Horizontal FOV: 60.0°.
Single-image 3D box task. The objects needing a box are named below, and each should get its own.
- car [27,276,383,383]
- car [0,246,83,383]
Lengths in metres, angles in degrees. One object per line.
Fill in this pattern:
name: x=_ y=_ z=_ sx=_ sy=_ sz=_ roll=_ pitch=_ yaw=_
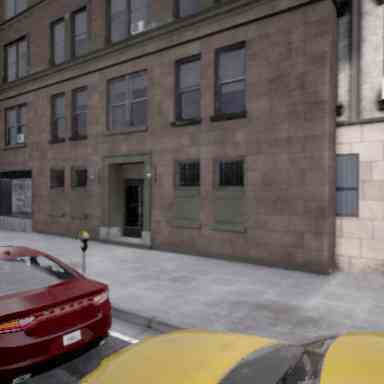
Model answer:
car: x=1.177 y=1.524 z=1.972 sx=4.829 sy=1.417 sz=1.752 roll=1 pitch=0 yaw=35
car: x=-3.176 y=1.504 z=5.078 sx=4.507 sy=1.381 sz=1.887 roll=1 pitch=0 yaw=35
